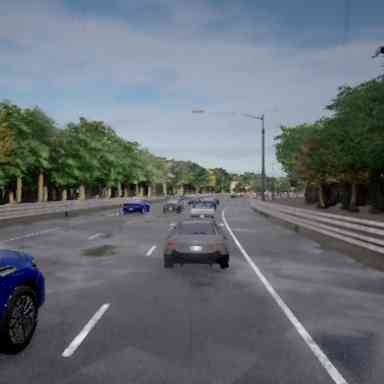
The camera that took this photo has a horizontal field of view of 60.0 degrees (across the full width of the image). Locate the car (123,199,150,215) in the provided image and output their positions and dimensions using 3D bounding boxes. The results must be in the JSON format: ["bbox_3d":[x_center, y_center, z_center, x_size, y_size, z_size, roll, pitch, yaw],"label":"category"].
[{"bbox_3d":[-5.595,1.458,34.126,1.882,1.535,5.008,0,0,5],"label":"car"}]

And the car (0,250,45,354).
[{"bbox_3d":[-3.465,1.214,2.972,2.150,2.045,5.566,0,0,1],"label":"car"}]

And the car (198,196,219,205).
[{"bbox_3d":[2.236,1.471,43.677,1.882,1.535,5.008,0,0,6],"label":"car"}]

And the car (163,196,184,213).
[{"bbox_3d":[-1.942,1.513,35.783,1.812,1.442,4.674,0,0,5],"label":"car"}]

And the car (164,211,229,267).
[{"bbox_3d":[0.175,1.563,11.410,1.994,1.385,4.181,0,0,2],"label":"car"}]

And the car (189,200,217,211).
[{"bbox_3d":[0.941,1.596,28.123,1.895,1.301,4.718,0,0,4],"label":"car"}]

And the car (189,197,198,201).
[{"bbox_3d":[0.619,1.531,60.418,2.033,1.411,5.357,0,0,9],"label":"car"}]
